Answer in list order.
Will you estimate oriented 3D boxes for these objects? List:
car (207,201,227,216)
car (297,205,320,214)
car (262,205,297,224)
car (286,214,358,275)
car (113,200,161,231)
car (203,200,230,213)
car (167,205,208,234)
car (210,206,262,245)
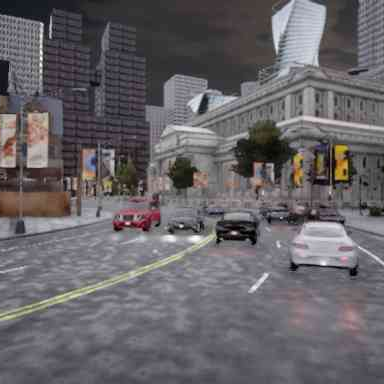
[{"bbox_3d":[2.345,2.029,38.467,1.994,1.385,4.181,1,-1,-12],"label":"car"},{"bbox_3d":[10.047,1.961,32.019,2.002,1.452,4.674,0,-1,-5],"label":"car"},{"bbox_3d":[7.020,1.873,28.607,2.128,1.511,4.902,0,-1,0],"label":"car"},{"bbox_3d":[4.308,1.685,11.071,1.812,1.442,4.674,0,-1,20],"label":"car"},{"bbox_3d":[-3.571,1.571,22.809,2.150,2.045,5.566,0,-1,6],"label":"car"},{"bbox_3d":[3.376,2.025,46.800,1.801,1.575,5.366,0,-1,-21],"label":"car"},{"bbox_3d":[-0.270,1.757,21.428,1.837,1.490,4.892,0,-1,8],"label":"car"},{"bbox_3d":[2.438,1.694,17.089,1.882,1.535,5.008,1,-1,13],"label":"car"}]
